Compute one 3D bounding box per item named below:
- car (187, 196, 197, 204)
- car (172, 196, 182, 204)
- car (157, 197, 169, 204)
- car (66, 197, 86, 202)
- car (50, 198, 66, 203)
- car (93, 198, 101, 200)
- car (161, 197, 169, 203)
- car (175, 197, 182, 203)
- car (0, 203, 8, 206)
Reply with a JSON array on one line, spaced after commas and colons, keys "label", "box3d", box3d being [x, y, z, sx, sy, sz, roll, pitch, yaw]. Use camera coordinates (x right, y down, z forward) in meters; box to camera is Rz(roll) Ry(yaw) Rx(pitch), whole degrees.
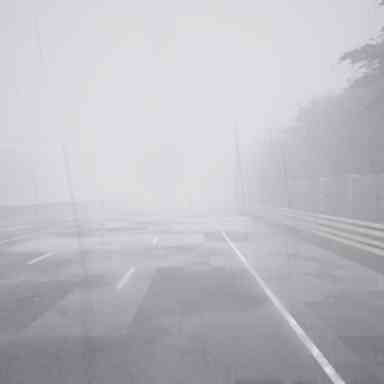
[{"label": "car", "box3d": [0.011, 2.116, 76.301, 1.994, 1.385, 4.181, 0, -1, 0]}, {"label": "car", "box3d": [-3.489, 1.915, 76.241, 2.097, 1.767, 4.553, 0, -1, 0]}, {"label": "car", "box3d": [-6.989, 2.155, 76.332, 1.895, 1.301, 4.718, 0, -1, 0]}, {"label": "car", "box3d": [-20.996, 1.795, 61.415, 1.837, 1.490, 4.892, 0, 0, 0]}, {"label": "car", "box3d": [-24.493, 1.820, 61.336, 1.812, 1.442, 4.674, 0, 0, 0]}, {"label": "car", "box3d": [-17.496, 1.829, 61.399, 1.812, 1.442, 4.674, 0, 0, 0]}, {"label": "car", "box3d": [-6.986, 2.097, 86.307, 1.837, 1.490, 4.892, 0, -1, 0]}, {"label": "car", "box3d": [-3.486, 2.100, 86.306, 1.837, 1.490, 4.892, 0, -1, 0]}, {"label": "car", "box3d": [-17.496, 1.689, 29.464, 1.994, 1.385, 4.181, 0, 0, 0]}]
